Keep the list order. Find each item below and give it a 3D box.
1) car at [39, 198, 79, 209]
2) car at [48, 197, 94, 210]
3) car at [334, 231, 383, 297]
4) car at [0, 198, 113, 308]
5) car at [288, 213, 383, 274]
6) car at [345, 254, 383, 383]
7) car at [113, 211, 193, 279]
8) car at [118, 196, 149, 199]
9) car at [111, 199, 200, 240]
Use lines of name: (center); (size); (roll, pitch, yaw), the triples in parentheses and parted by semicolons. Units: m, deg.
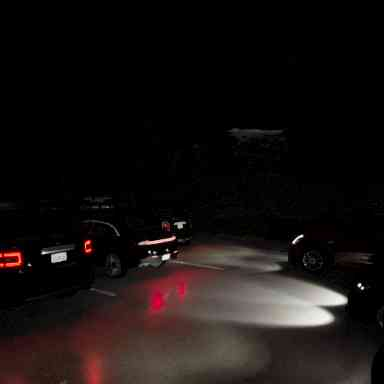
car: (-18.132, 1.491, 45.540); (1.895, 1.301, 4.718); (0, 0, 43)
car: (-15.635, 1.453, 43.170); (2.033, 1.411, 5.357); (0, 0, 40)
car: (4.627, 1.564, 4.981); (4.181, 1.385, 1.994); (0, 0, 36)
car: (-4.530, 1.221, 7.213); (5.566, 2.045, 2.150); (0, 0, 33)
car: (5.001, 1.352, 9.025); (4.553, 1.767, 2.097); (0, 0, 36)
car: (3.575, 1.474, 1.437); (5.008, 1.535, 1.882); (0, 0, 35)
car: (-2.645, 1.491, 10.139); (4.902, 1.511, 2.128); (0, 0, 36)
car: (-8.430, 1.405, 50.096); (4.902, 1.511, 2.128); (0, 0, -40)
car: (-2.185, 1.351, 14.108); (4.553, 1.767, 2.097); (0, 0, 35)
